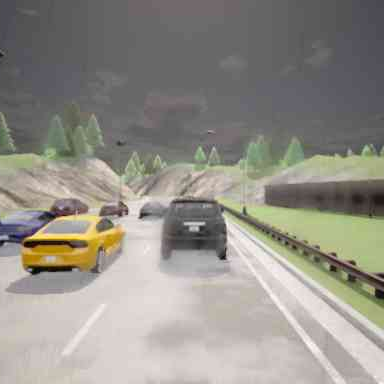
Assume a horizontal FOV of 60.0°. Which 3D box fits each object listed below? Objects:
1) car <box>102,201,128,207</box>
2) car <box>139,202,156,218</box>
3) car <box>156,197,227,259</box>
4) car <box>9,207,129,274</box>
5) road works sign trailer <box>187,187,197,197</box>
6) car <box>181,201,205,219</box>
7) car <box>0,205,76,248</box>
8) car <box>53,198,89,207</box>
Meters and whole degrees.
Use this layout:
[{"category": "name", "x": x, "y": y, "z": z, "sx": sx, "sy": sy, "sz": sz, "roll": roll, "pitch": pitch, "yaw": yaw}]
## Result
[{"category": "car", "x": -6.919, "y": 1.497, "z": 29.891, "sx": 1.812, "sy": 1.442, "sz": 4.674, "roll": 0, "pitch": 0, "yaw": 0}, {"category": "car", "x": -3.414, "y": 1.536, "z": 29.432, "sx": 1.994, "sy": 1.385, "sz": 4.181, "roll": 0, "pitch": 0, "yaw": 0}, {"category": "car", "x": 0.082, "y": 1.208, "z": 12.711, "sx": 2.150, "sy": 2.045, "sz": 5.566, "roll": 0, "pitch": 0, "yaw": 0}, {"category": "car", "x": -3.430, "y": 1.468, "z": 10.570, "sx": 1.882, "sy": 1.535, "sz": 5.008, "roll": 0, "pitch": 0, "yaw": 0}, {"category": "road works sign trailer", "x": -0.070, "y": 0.388, "z": 81.267, "sx": 2.380, "sy": 3.560, "sz": 2.880, "roll": 0, "pitch": 0, "yaw": 0}, {"category": "car", "x": 0.087, "y": 1.536, "z": 29.491, "sx": 1.994, "sy": 1.385, "sz": 4.181, "roll": 0, "pitch": 0, "yaw": 0}, {"category": "car", "x": -6.921, "y": 1.512, "z": 14.612, "sx": 1.812, "sy": 1.442, "sz": 4.674, "roll": 0, "pitch": 0, "yaw": 0}, {"category": "car", "x": -10.416, "y": 1.325, "z": 28.627, "sx": 2.097, "sy": 1.767, "sz": 4.553, "roll": 0, "pitch": 0, "yaw": 0}]
